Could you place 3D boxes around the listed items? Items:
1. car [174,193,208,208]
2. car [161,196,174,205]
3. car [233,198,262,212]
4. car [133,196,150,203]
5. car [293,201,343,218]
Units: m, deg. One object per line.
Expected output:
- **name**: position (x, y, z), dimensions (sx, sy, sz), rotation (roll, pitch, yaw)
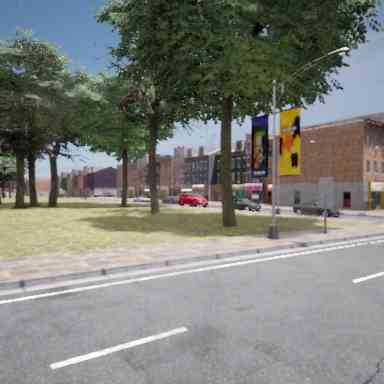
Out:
- **car**: position (0.089, 1.217, 49.124), dimensions (2.150, 2.045, 5.566), rotation (1, 0, -35)
- **car**: position (-3.758, 1.462, 59.587), dimensions (2.128, 1.511, 4.902), rotation (1, 0, -35)
- **car**: position (6.290, 1.577, 40.391), dimensions (1.837, 1.490, 4.892), rotation (1, 0, -35)
- **car**: position (-10.456, 1.538, 68.981), dimensions (1.895, 1.301, 4.718), rotation (1, 0, -35)
- **car**: position (12.116, 1.669, 32.200), dimensions (1.837, 1.490, 4.892), rotation (1, 0, -35)
